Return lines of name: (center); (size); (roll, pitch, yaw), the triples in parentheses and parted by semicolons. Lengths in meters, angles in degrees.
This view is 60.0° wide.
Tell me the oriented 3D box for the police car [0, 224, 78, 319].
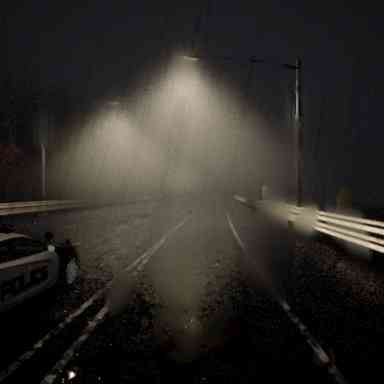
police car: (-3.880, 1.429, 6.399); (1.930, 1.638, 5.238); (0, 0, 5)
